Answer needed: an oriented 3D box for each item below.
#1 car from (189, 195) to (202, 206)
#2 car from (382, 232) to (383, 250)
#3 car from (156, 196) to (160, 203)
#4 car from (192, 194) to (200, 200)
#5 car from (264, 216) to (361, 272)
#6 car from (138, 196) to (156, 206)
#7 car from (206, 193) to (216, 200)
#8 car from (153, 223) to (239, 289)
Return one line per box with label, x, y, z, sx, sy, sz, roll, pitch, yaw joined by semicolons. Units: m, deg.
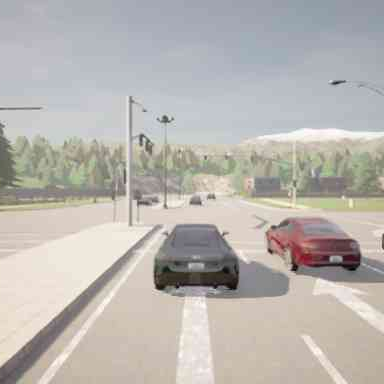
car;0.589;1.438;53.013;1.994;1.385;4.181;0;0;1
car;7.084;1.202;8.175;2.150;2.045;5.566;0;0;0
car;-7.278;1.415;63.175;1.994;1.385;4.181;0;0;1
car;0.978;1.242;78.468;1.895;1.301;4.718;0;0;1
car;3.604;1.500;10.587;1.812;1.442;4.674;0;0;0
car;-7.496;1.422;53.104;2.033;1.411;5.357;0;0;1
car;4.477;1.002;78.356;2.097;1.767;4.553;0;0;1
car;0.096;1.542;9.112;1.994;1.385;4.181;0;0;0
